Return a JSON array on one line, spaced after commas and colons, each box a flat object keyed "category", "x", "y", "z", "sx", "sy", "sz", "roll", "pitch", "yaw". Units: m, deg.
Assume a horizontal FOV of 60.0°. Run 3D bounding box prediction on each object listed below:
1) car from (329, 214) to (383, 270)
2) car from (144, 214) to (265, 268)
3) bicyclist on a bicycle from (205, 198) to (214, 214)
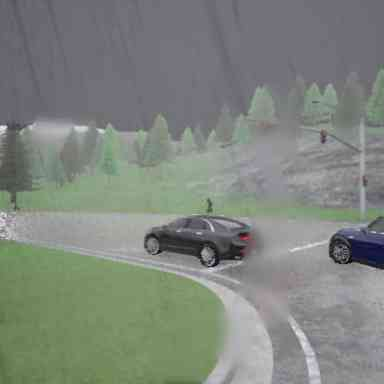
[{"category": "car", "x": 5.915, "y": 1.348, "z": 9.178, "sx": 2.097, "sy": 1.767, "sz": 4.553, "roll": -1, "pitch": 0, "yaw": -15}, {"category": "car", "x": 0.228, "y": 1.553, "z": 11.625, "sx": 1.837, "sy": 1.490, "sz": 4.892, "roll": 3, "pitch": -2, "yaw": -42}, {"category": "bicyclist on a bicycle", "x": 1.741, "y": 1.425, "z": 33.855, "sx": 0.582, "sy": 1.620, "sz": 1.656, "roll": -1, "pitch": 0, "yaw": 36}]
